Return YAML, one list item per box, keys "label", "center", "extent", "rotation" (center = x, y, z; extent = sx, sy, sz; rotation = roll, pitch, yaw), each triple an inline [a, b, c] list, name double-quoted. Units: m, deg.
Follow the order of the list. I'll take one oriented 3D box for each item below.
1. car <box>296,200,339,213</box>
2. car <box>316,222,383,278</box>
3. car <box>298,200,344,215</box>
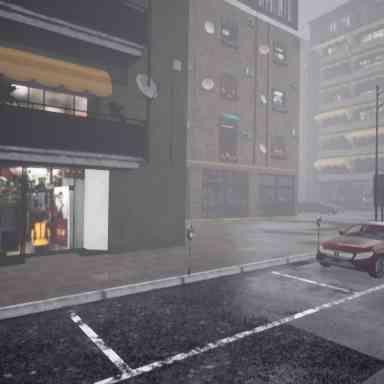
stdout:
- label: "car"
  center: [15.268, 1.707, 40.744]
  extent: [1.752, 1.417, 4.829]
  rotation: [1, -1, -36]
- label: "car"
  center: [5.549, 1.588, 10.109]
  extent: [4.206, 1.307, 1.802]
  rotation: [0, 1, -36]
- label: "car"
  center: [12.921, 1.602, 34.734]
  extent: [2.033, 1.411, 5.357]
  rotation: [2, -1, -36]
